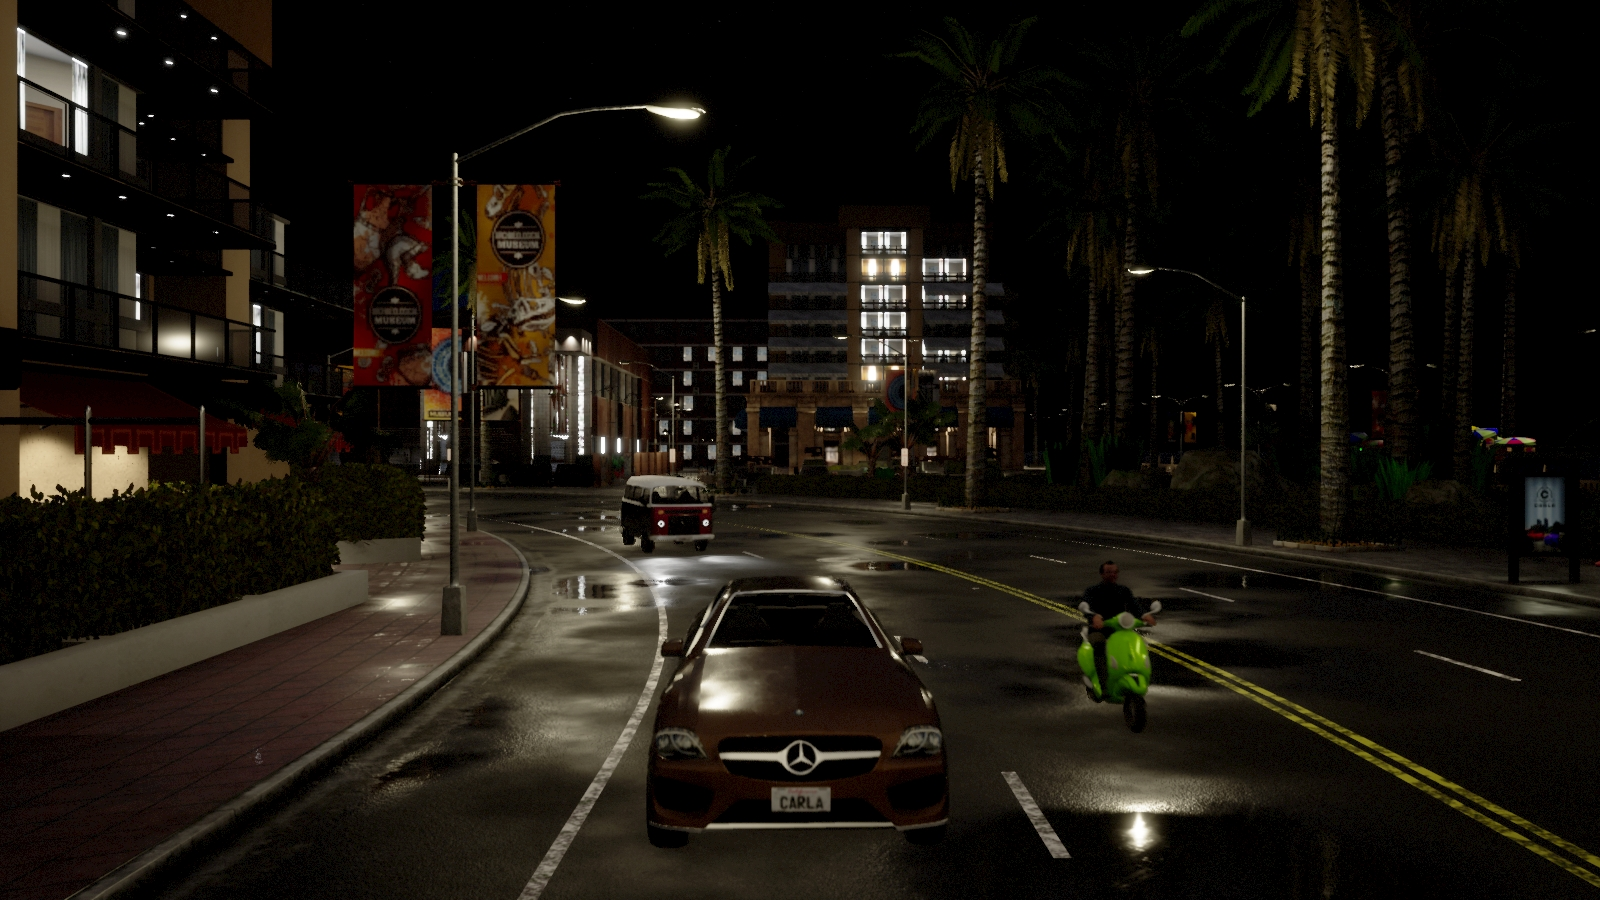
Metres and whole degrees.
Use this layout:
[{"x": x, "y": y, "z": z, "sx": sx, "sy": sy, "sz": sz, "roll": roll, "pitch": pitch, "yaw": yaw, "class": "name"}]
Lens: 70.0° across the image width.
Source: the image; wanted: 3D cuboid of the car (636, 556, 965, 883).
[{"x": -0.083, "y": 1.992, "z": 9.976, "sx": 2.152, "sy": 1.651, "sz": 5.027, "roll": 0, "pitch": 0, "yaw": -2, "class": "car"}]

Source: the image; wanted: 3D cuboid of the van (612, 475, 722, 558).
[{"x": -3.819, "y": 1.782, "z": 32.101, "sx": 2.069, "sy": 2.038, "sz": 4.480, "roll": 0, "pitch": 0, "yaw": -20, "class": "van"}]
